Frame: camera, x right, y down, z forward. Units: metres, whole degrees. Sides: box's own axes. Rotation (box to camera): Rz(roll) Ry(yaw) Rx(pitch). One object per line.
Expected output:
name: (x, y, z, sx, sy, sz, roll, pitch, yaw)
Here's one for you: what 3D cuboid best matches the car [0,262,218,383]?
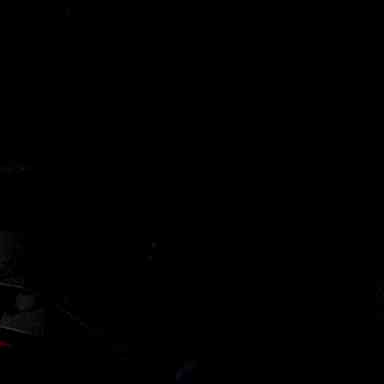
car: (-1.727, 1.566, 4.052, 4.313, 1.339, 1.947, 0, 0, 36)
